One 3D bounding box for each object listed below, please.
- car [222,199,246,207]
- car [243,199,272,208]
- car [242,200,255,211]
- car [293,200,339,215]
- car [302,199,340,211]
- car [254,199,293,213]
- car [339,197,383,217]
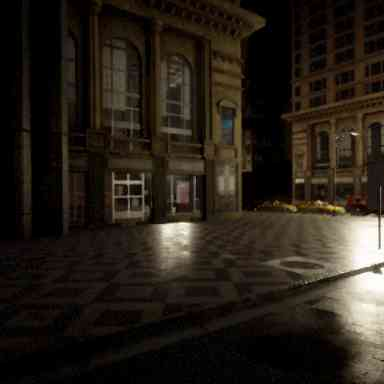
[{"bbox_3d":[7.136,1.886,56.932,1.802,1.307,4.206,-1,0,-35],"label":"car"},{"bbox_3d":[10.338,1.801,52.411,1.947,1.339,4.313,-2,0,-35],"label":"car"},{"bbox_3d":[6.589,1.806,42.956,1.947,1.339,4.313,-2,0,-35],"label":"car"},{"bbox_3d":[13.092,1.618,33.776,1.752,1.417,4.829,-2,0,-35],"label":"car"},{"bbox_3d":[16.743,1.660,43.371,1.947,1.339,4.313,-2,0,-35],"label":"car"},{"bbox_3d":[9.889,1.691,38.296,1.752,1.417,4.829,-2,0,-35],"label":"car"},{"bbox_3d":[16.191,1.336,29.393,2.192,1.841,5.009,-2,0,-35],"label":"car"}]
